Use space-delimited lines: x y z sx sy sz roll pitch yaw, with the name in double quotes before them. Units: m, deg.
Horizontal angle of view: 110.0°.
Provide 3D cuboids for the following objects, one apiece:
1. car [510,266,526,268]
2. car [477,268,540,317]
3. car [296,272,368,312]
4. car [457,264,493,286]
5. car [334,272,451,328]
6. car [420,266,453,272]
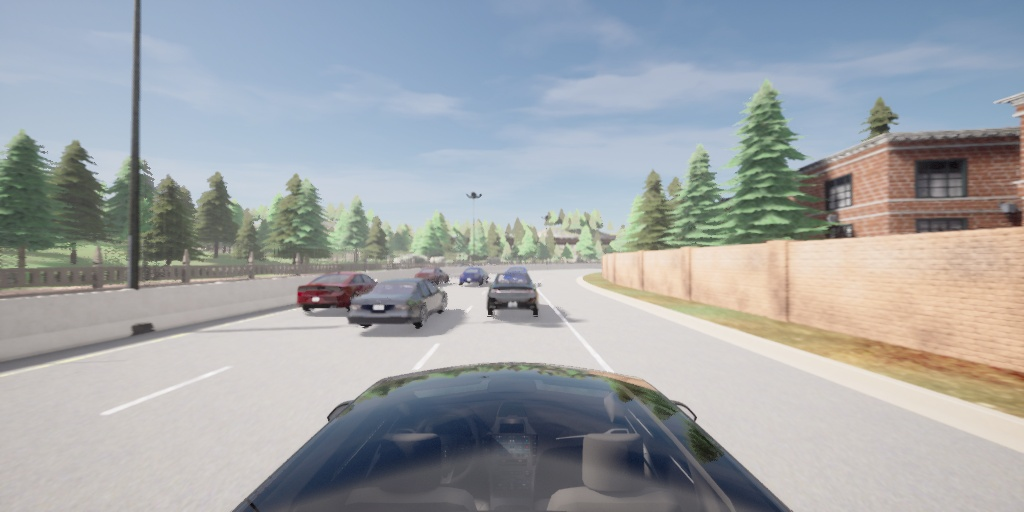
"car" 0.496 1.606 29.935 1.882 1.535 5.008 0 0 5
"car" 0.040 1.408 14.064 2.128 1.511 4.902 0 -1 0
"car" -6.953 1.408 15.218 1.882 1.535 5.008 0 -1 0
"car" -3.054 1.648 29.512 1.812 1.442 4.674 0 -1 5
"car" -3.479 1.435 11.936 2.033 1.411 5.357 0 -1 1
"car" -6.554 1.649 29.610 1.812 1.442 4.674 0 -1 5
